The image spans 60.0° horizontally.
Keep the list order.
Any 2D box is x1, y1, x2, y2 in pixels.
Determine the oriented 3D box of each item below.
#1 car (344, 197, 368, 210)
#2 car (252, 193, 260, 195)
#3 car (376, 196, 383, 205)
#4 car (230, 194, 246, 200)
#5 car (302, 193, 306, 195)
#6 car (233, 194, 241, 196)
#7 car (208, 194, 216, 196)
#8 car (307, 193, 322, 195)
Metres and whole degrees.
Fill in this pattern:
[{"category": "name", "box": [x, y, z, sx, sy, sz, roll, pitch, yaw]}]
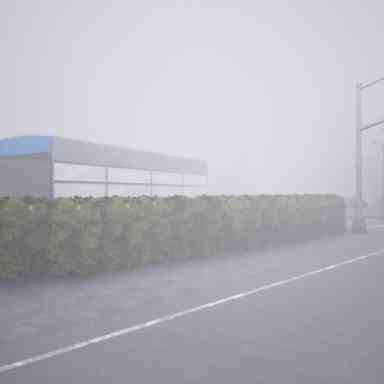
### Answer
[{"category": "car", "box": [19.236, 1.339, 39.639, 4.514, 1.523, 2.007, 0, 0, -41]}, {"category": "car", "box": [16.510, 1.153, 82.442, 5.027, 1.636, 2.152, 0, 0, -41]}, {"category": "car", "box": [31.434, 1.384, 54.012, 3.806, 1.475, 1.970, 0, 0, -41]}, {"category": "car", "box": [12.092, 1.232, 87.107, 3.806, 1.475, 1.970, 0, 0, -41]}, {"category": "car", "box": [24.829, 1.077, 72.721, 3.866, 1.878, 1.905, 0, 0, -41]}, {"category": "car", "box": [8.820, 1.298, 63.597, 4.514, 1.523, 2.007, 0, 0, -41]}, {"category": "car", "box": [4.355, 1.298, 85.307, 4.514, 1.523, 2.007, 0, 0, -41]}, {"category": "car", "box": [27.032, 1.097, 70.782, 4.605, 1.855, 1.932, 0, 0, -41]}]
